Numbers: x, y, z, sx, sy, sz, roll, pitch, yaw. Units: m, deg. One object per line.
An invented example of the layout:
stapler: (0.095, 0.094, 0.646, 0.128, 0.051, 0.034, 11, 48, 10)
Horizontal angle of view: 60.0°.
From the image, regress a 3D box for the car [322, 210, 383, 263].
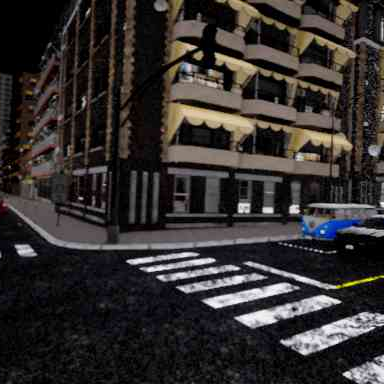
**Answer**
car: (7.321, 1.596, 12.337, 5.008, 1.535, 1.882, 1, 0, -33)

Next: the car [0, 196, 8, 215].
car: (-16.704, 1.030, 28.053, 1.967, 1.590, 4.097, 2, 0, -32)

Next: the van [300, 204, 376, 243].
van: (6.649, 1.421, 14.958, 3.998, 1.788, 1.690, 1, 1, -33)
